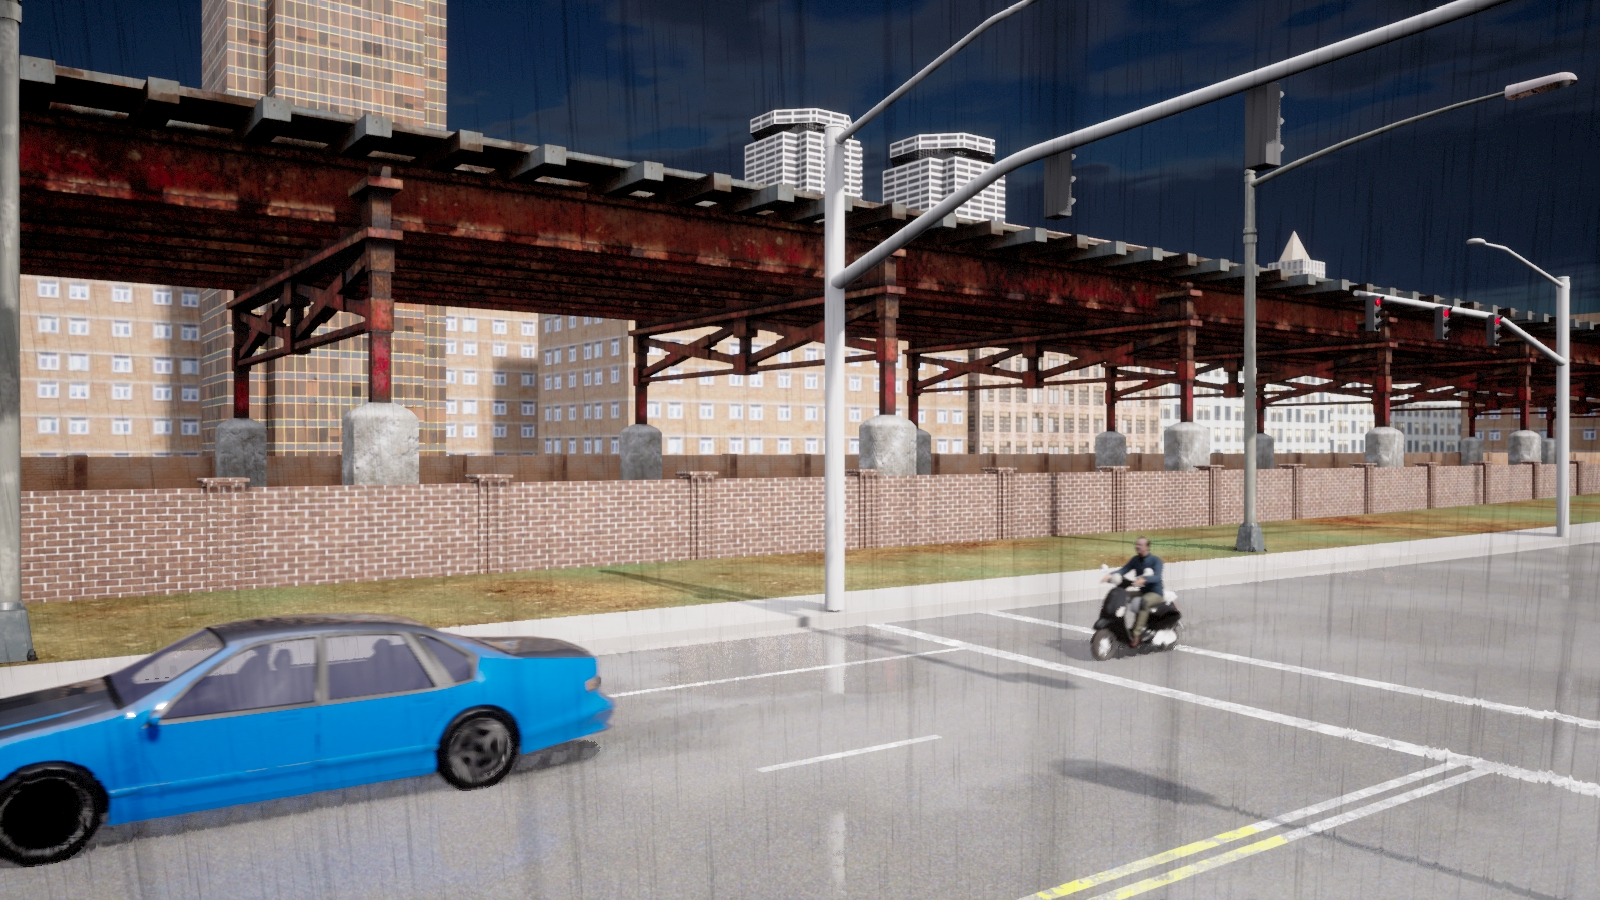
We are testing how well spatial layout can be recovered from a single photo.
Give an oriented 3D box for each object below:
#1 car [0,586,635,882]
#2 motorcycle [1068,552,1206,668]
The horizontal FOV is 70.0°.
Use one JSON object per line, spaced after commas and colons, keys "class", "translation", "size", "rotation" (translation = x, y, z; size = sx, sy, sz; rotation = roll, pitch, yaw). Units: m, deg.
{"class": "car", "translation": [-4.230, 2.106, 9.369], "size": [5.357, 1.411, 2.033], "rotation": [0, 0, -35]}
{"class": "motorcycle", "translation": [4.595, 2.129, 15.559], "size": [1.805, 1.341, 0.856], "rotation": [0, 0, -35]}
